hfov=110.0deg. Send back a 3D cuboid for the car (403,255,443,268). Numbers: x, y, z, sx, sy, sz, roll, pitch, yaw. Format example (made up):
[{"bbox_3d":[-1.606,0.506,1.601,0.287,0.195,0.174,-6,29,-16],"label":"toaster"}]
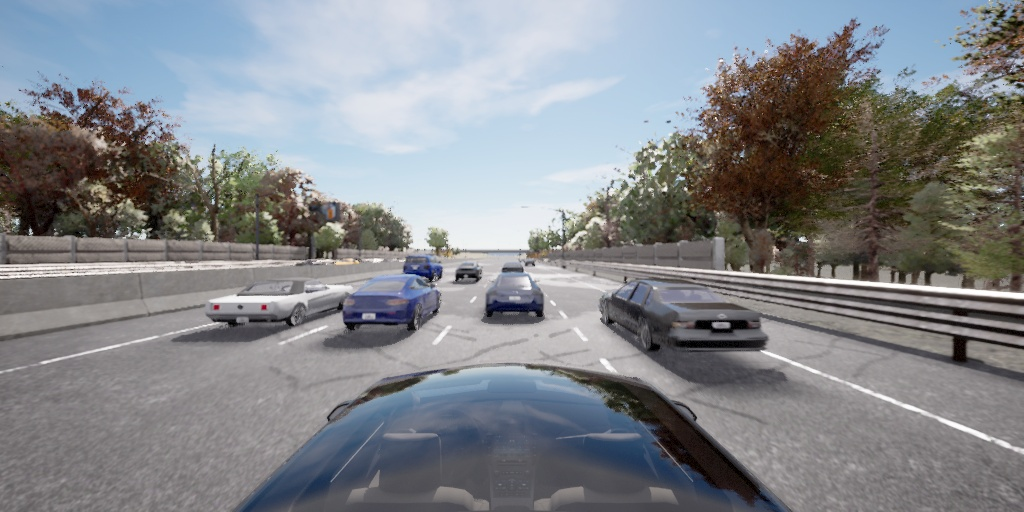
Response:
[{"bbox_3d":[-6.937,0.968,28.340,2.150,2.045,5.566,0,0,0],"label":"car"}]

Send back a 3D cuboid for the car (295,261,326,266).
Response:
[{"bbox_3d":[-28.126,1.353,50.015,1.895,1.301,4.718,0,0,0],"label":"car"}]

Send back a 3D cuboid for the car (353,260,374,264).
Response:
[{"bbox_3d":[-21.129,1.354,53.053,1.895,1.301,4.718,0,0,0],"label":"car"}]

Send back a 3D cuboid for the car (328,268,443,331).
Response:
[{"bbox_3d":[-3.410,1.272,10.842,1.812,1.442,4.674,0,0,0],"label":"car"}]

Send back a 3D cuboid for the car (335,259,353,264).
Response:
[{"bbox_3d":[-24.624,1.231,53.560,1.882,1.535,5.008,0,0,0],"label":"car"}]

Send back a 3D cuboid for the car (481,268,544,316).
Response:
[{"bbox_3d":[0.086,1.310,13.382,1.994,1.385,4.181,0,0,0],"label":"car"}]

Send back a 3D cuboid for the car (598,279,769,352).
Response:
[{"bbox_3d":[3.645,1.266,8.830,2.033,1.411,5.357,0,0,-1],"label":"car"}]

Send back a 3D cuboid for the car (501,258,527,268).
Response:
[{"bbox_3d":[0.063,1.224,30.734,1.882,1.535,5.008,0,0,0],"label":"car"}]

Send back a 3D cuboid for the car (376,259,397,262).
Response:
[{"bbox_3d":[-17.632,1.245,51.894,2.128,1.511,4.902,0,0,0],"label":"car"}]

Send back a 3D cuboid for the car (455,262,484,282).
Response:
[{"bbox_3d":[-3.436,1.252,29.182,1.837,1.490,4.892,0,0,0],"label":"car"}]

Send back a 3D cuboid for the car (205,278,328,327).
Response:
[{"bbox_3d":[-6.912,1.348,11.422,1.895,1.301,4.718,0,0,0],"label":"car"}]
